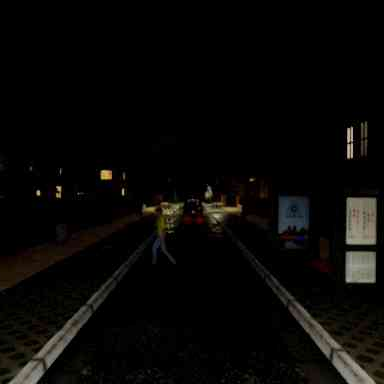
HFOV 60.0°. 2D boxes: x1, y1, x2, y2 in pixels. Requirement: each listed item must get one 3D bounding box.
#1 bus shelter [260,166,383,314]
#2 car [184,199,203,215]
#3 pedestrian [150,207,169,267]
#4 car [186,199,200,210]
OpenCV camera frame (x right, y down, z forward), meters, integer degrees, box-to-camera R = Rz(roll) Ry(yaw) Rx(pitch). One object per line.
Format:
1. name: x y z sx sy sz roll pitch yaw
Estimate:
1. bus shelter: 3.028 0.875 8.121 1.920 2.740 3.880 1 1 0
2. car: 0.118 1.619 34.608 1.895 1.301 4.718 0 0 0
3. pedestrian: -0.955 1.294 9.889 0.375 1.860 0.375 -1 1 0
4. car: 0.123 1.638 45.250 1.895 1.301 4.718 0 0 0
